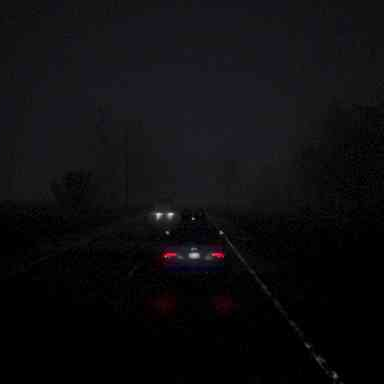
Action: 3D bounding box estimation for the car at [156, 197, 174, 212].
[{"bbox_3d":[-3.579,1.639,45.059,2.150,2.045,5.566,0,0,0],"label":"car"}]

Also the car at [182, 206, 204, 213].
[{"bbox_3d":[0.091,1.866,28.992,1.895,1.301,4.718,0,-1,0],"label":"car"}]

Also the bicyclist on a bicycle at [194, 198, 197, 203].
[{"bbox_3d":[0.984,2.339,91.537,0.866,1.612,1.509,0,-1,0],"label":"bicyclist on a bicycle"}]

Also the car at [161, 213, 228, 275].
[{"bbox_3d":[0.070,1.644,10.750,2.033,1.411,5.357,0,0,0],"label":"car"}]

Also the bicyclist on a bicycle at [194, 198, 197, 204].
[{"bbox_3d":[0.984,2.256,82.540,0.582,1.620,1.656,0,-1,0],"label":"bicyclist on a bicycle"}]
